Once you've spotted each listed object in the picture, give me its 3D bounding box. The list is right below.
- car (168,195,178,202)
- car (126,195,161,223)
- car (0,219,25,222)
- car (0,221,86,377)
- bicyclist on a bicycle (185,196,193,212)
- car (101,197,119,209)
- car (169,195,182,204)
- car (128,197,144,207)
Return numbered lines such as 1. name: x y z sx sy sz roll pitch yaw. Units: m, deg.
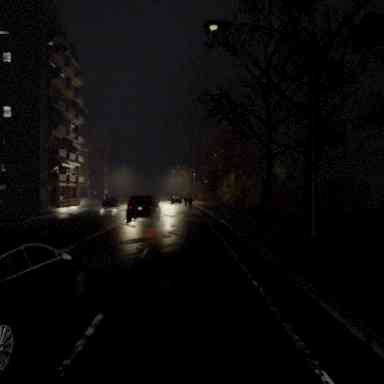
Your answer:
1. car: -4.380 1.476 76.858 1.882 1.535 5.008 0 0 -7
2. car: -3.682 1.230 25.654 2.150 2.045 5.566 0 0 -2
3. car: -6.725 1.609 11.168 1.895 1.301 4.718 0 0 -1
4. car: -3.200 1.495 5.348 2.128 1.511 4.902 0 0 0
5. bicyclist on a bicycle: -0.175 1.376 37.237 0.659 1.776 1.843 0 0 -3
6. car: -11.540 1.494 47.109 1.882 1.535 5.008 0 0 -4
7. car: -2.951 1.497 62.954 2.128 1.511 4.902 0 0 -5
8. car: -8.587 1.561 51.473 2.033 1.411 5.357 0 0 -4
